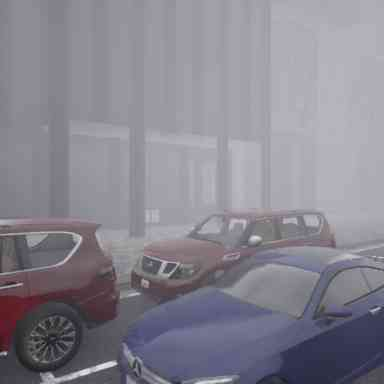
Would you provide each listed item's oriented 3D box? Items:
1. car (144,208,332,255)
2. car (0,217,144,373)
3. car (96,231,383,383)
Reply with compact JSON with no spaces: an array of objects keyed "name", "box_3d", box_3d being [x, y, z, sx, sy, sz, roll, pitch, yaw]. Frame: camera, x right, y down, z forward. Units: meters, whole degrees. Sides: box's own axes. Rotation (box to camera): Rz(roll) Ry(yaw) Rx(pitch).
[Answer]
[{"name":"car","box_3d":[1.210,1.314,7.393,5.009,1.841,2.192,0,0,-35]},{"name":"car","box_3d":[-3.382,1.315,4.118,5.009,1.841,2.192,0,0,-35]},{"name":"car","box_3d":[1.373,1.525,4.359,4.674,1.442,1.812,0,0,-35]}]
